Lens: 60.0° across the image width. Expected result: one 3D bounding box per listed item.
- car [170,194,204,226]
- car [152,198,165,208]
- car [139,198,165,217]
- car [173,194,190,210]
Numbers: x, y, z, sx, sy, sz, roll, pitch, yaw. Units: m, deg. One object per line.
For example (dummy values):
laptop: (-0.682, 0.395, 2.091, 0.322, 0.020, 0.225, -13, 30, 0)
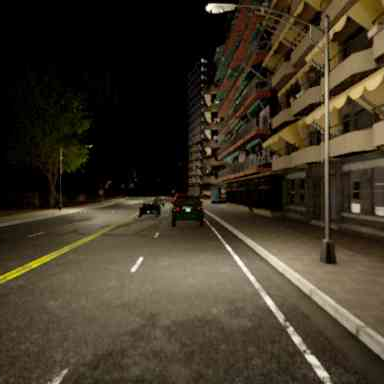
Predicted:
car: (-0.350, 1.255, 23.938, 2.150, 2.045, 5.566, 0, 0, -2)
car: (-5.288, 1.628, 52.765, 2.033, 1.411, 5.357, 0, 0, -5)
car: (-3.952, 1.541, 31.769, 2.128, 1.511, 4.902, 0, 0, -3)
car: (-1.551, 1.289, 46.430, 2.150, 2.045, 5.566, 0, 0, -4)
